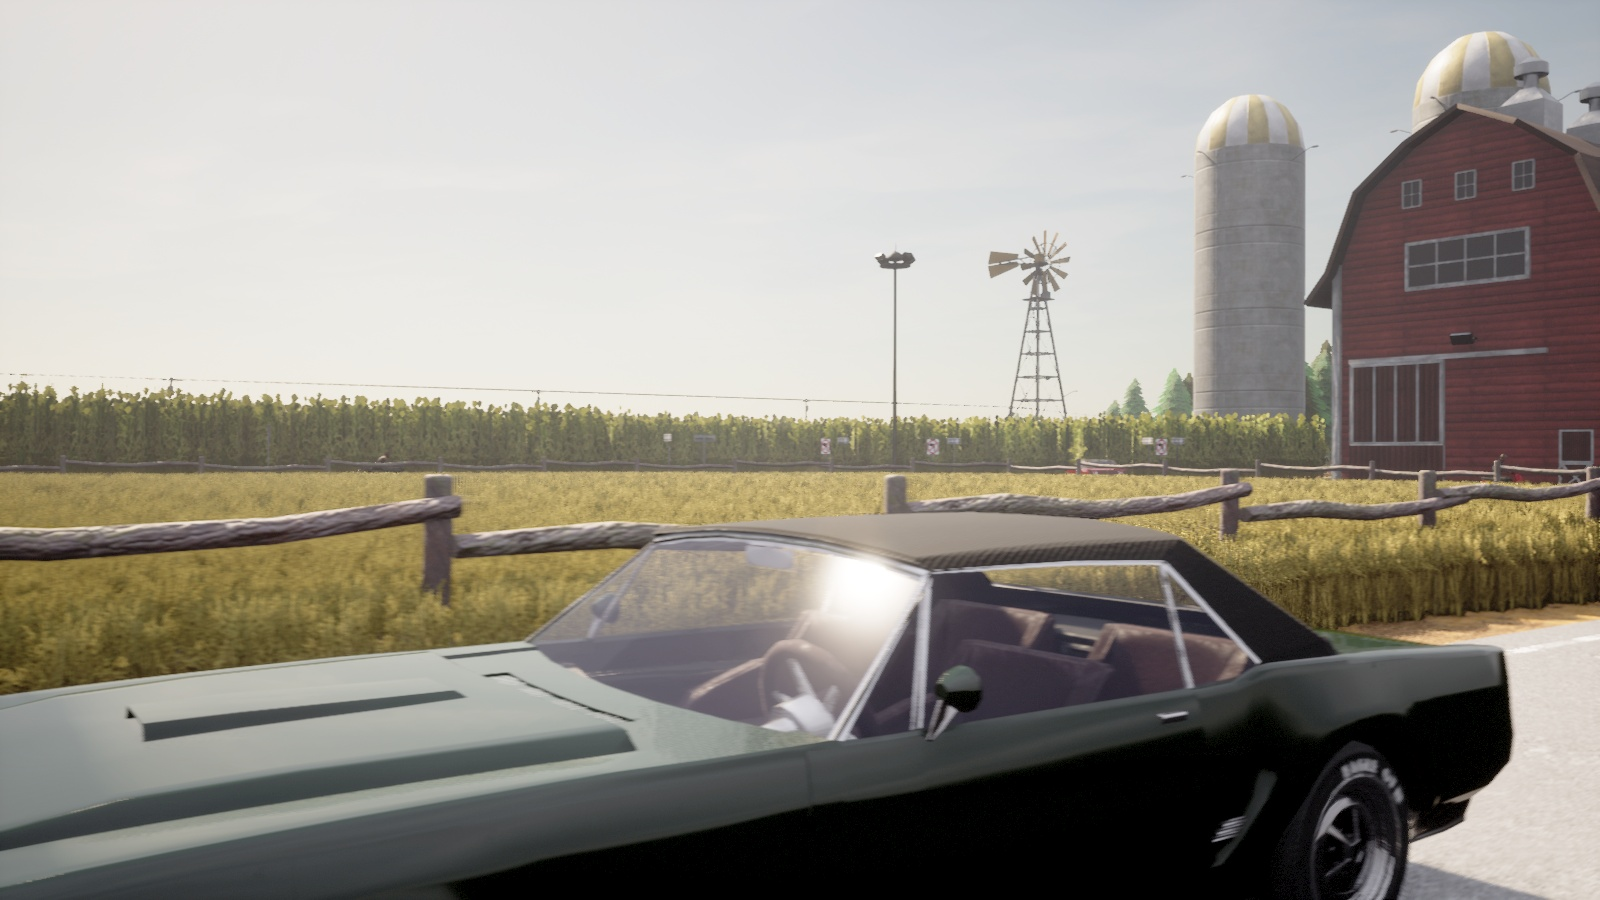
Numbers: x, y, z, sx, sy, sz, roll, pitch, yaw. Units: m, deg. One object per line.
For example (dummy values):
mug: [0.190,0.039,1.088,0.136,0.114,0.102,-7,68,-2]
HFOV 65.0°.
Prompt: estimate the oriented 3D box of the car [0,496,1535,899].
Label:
car: [-0.005,0.857,3.655,4.718,1.301,1.895,0,0,-35]

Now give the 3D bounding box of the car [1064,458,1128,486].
car: [14.139,1.034,60.221,1.895,1.301,4.718,0,0,0]

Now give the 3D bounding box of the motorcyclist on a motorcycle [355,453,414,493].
motorcyclist on a motorcycle: [-16.033,0.878,48.465,2.044,1.523,0.797,0,0,-34]
